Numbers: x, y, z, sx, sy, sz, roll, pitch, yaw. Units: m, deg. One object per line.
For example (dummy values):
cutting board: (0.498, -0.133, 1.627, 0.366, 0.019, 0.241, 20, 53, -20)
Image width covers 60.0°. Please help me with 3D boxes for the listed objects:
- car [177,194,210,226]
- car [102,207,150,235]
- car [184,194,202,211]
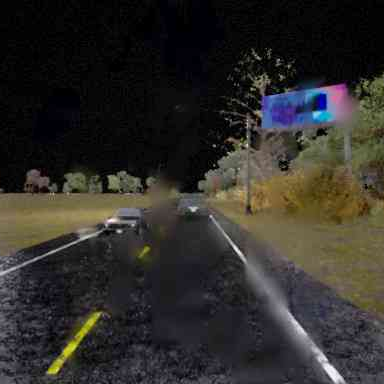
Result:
car: (0.095, 1.243, 23.728, 2.150, 2.045, 5.566, 0, 0, 0)
car: (-3.564, 1.563, 19.046, 2.033, 1.411, 5.357, 0, 0, 0)
car: (0.108, 1.255, 43.403, 2.150, 2.045, 5.566, 0, 0, 0)
